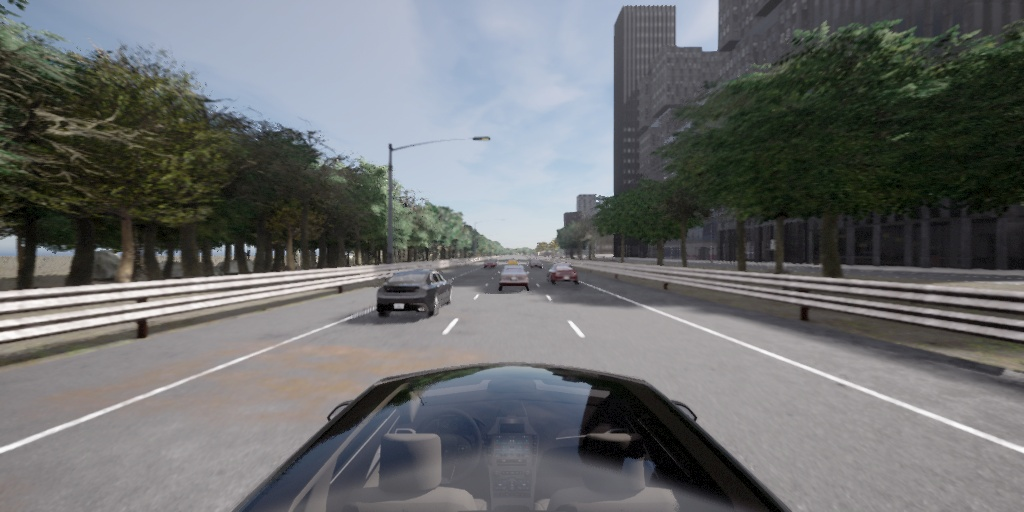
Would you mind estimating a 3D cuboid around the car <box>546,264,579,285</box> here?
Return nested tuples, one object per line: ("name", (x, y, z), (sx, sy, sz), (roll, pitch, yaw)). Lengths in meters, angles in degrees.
("car", (3.614, 1.268, 26.031), (1.812, 1.442, 4.674), (0, 0, 0))

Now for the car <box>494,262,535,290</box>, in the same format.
("car", (0.114, 1.294, 22.350), (2.033, 1.411, 5.357), (0, 0, 0))

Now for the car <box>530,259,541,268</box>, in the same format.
("car", (3.634, 1.226, 56.929), (2.033, 1.411, 5.357), (0, 0, 0))

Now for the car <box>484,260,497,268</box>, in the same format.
("car", (-3.366, 1.279, 57.286), (1.895, 1.301, 4.718), (0, 0, 0))

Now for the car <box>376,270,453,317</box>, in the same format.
("car", (-3.392, 1.256, 13.192), (1.837, 1.490, 4.892), (0, 0, 0))
